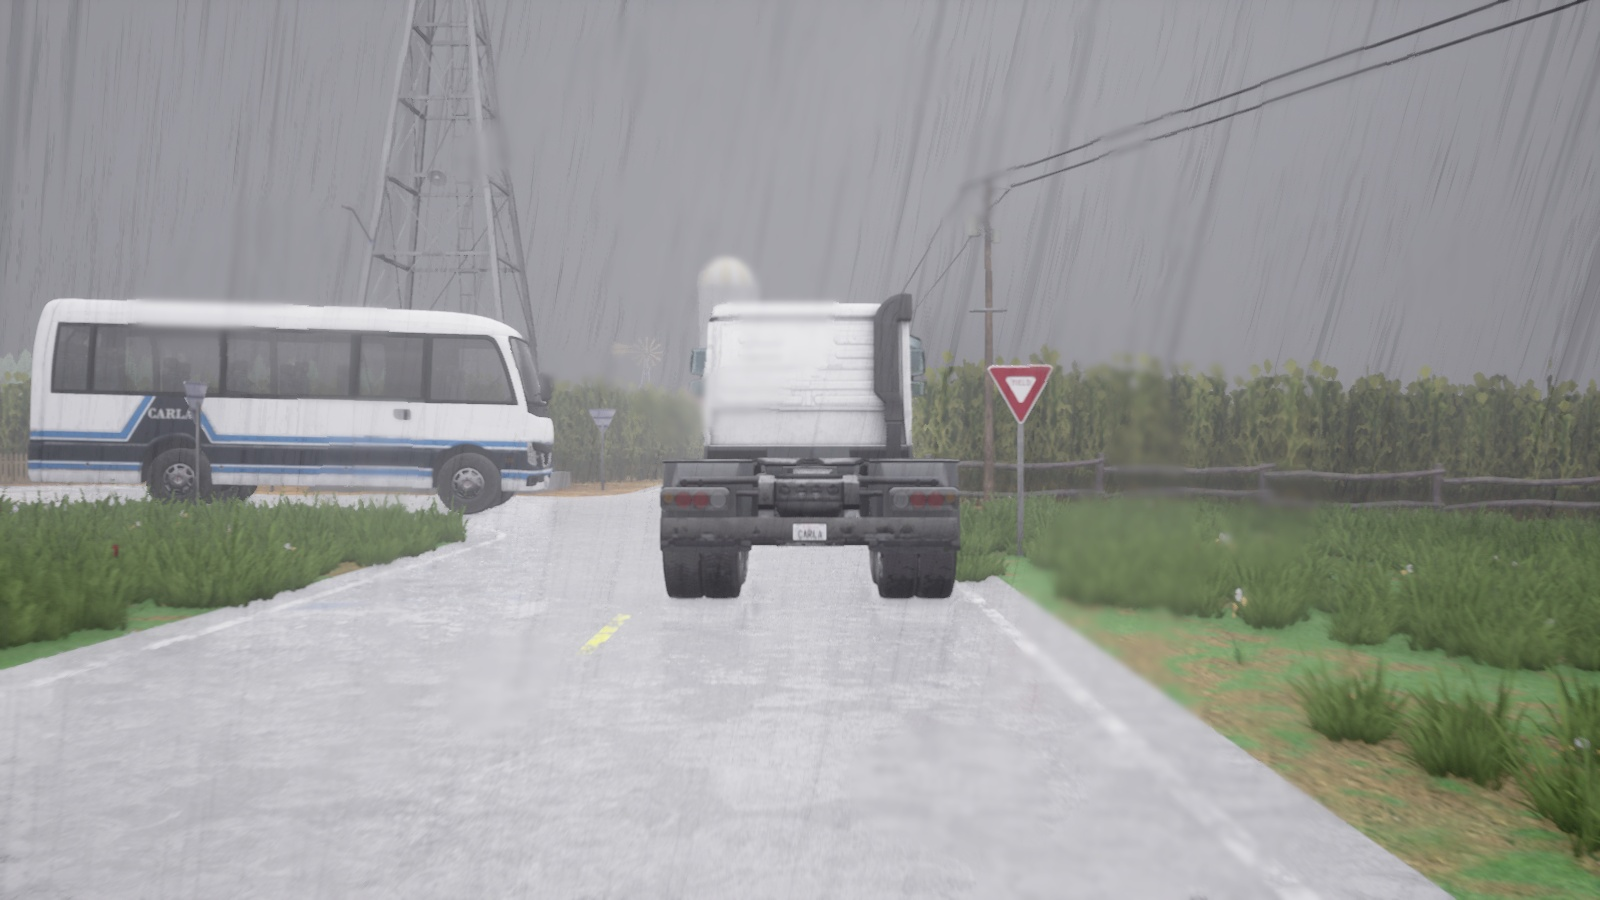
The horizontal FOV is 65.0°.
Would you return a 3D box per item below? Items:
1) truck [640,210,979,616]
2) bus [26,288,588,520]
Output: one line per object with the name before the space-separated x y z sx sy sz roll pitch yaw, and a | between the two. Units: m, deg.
truck | 0.101 -0.321 14.689 2.891 3.462 7.936 0 0 0
bus | -9.865 -0.881 26.523 10.273 4.253 3.944 1 0 -5
